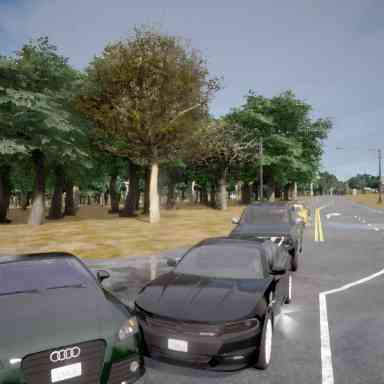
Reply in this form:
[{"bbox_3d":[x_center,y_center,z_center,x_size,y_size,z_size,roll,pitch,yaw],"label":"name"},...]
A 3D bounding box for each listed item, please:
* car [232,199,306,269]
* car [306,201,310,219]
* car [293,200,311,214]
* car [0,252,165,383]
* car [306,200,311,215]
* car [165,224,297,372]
[{"bbox_3d":[2.867,1.459,12.379,2.150,2.045,5.566,-2,0,21],"label":"car"},{"bbox_3d":[7.249,1.663,24.035,1.882,1.535,5.008,-1,0,21],"label":"car"},{"bbox_3d":[13.340,1.746,40.121,1.812,1.442,4.674,-1,0,21],"label":"car"},{"bbox_3d":[-2.303,1.643,4.944,1.994,1.385,4.181,1,-2,-33],"label":"car"},{"bbox_3d":[9.311,1.723,29.538,1.812,1.442,4.674,-1,0,21],"label":"car"},{"bbox_3d":[0.743,1.613,6.240,1.882,1.535,5.008,-1,-2,21],"label":"car"}]
